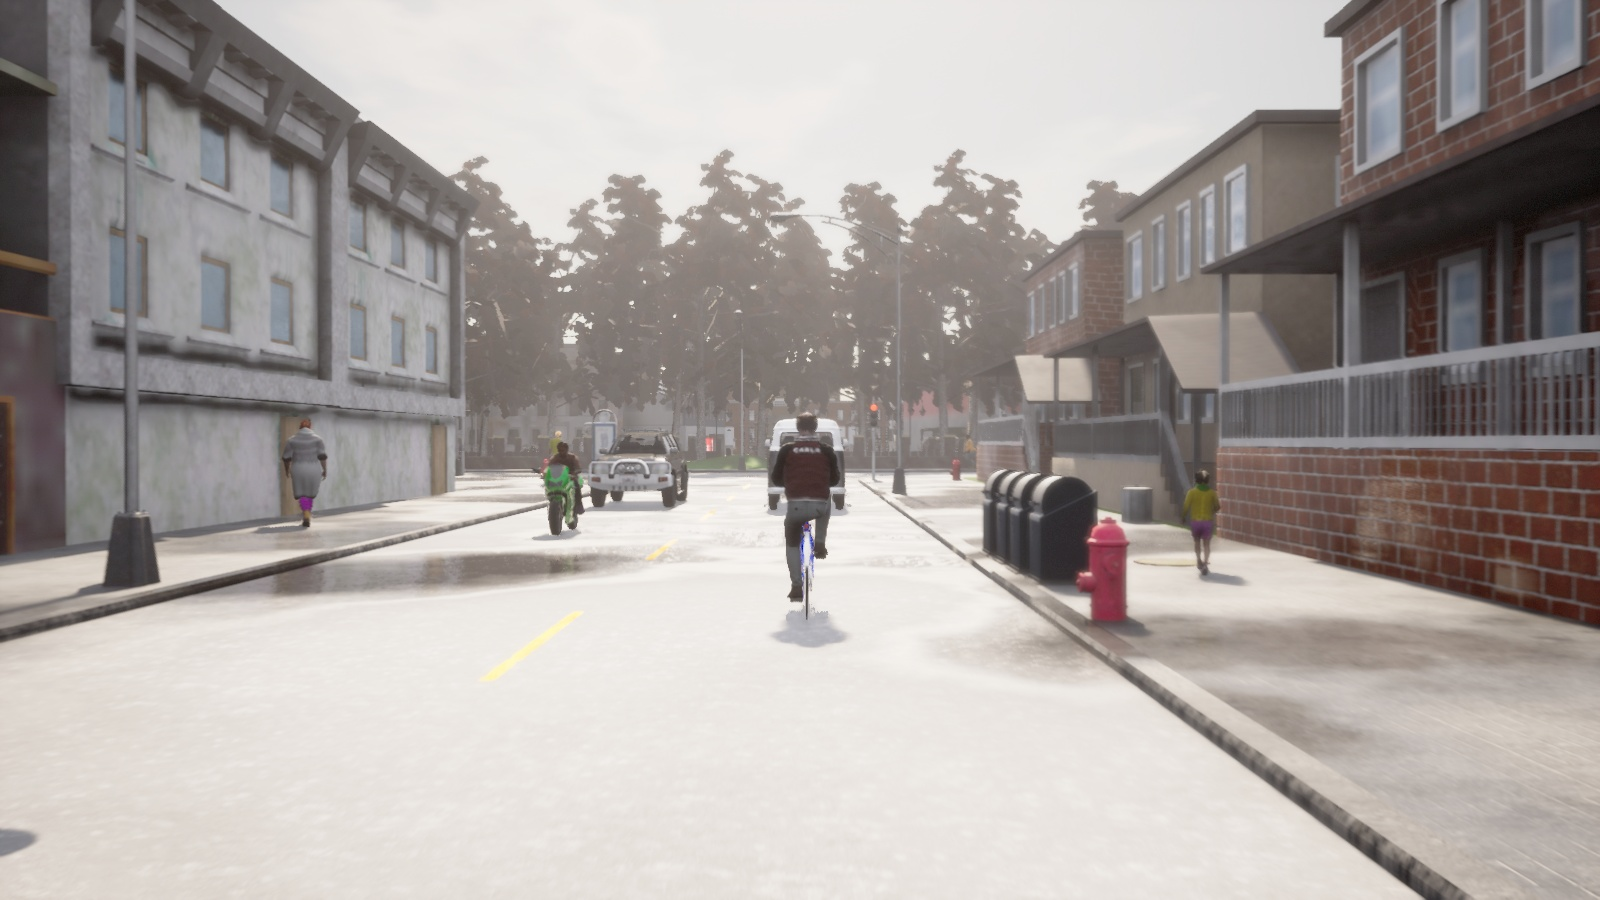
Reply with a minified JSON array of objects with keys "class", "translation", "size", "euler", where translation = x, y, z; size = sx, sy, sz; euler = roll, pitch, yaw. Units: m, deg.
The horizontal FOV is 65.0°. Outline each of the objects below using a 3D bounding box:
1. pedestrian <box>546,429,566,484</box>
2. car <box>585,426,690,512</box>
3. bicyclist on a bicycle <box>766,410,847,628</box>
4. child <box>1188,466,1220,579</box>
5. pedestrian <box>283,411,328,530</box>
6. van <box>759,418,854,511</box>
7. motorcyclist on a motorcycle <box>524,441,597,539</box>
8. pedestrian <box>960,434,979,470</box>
[{"class":"pedestrian","translation":[-8.201,0.211,42.220],"size":[0.354,1.836,0.706],"euler":[0,0,18]},{"class":"car","translation":[-3.832,0.381,30.383],"size":[1.932,1.855,4.605],"euler":[0,2,0]},{"class":"bicyclist on a bicycle","translation":[0.064,0.554,11.179],"size":[0.659,1.776,1.843],"euler":[0,1,0]},{"class":"child","translation":[4.264,0.756,13.258],"size":[0.299,1.160,0.473],"euler":[0,0,15]},{"class":"pedestrian","translation":[-8.293,0.331,21.043],"size":[0.659,1.952,0.873],"euler":[0,0,-24]},{"class":"van","translation":[0.163,0.303,29.580],"size":[2.069,2.038,4.480],"euler":[0,0,0]},{"class":"motorcyclist on a motorcycle","translation":[-3.879,0.610,20.502],"size":[0.797,1.523,2.044],"euler":[0,0,0]},{"class":"pedestrian","translation":[8.897,0.091,65.985],"size":[0.900,1.855,0.874],"euler":[0,0,1]}]
